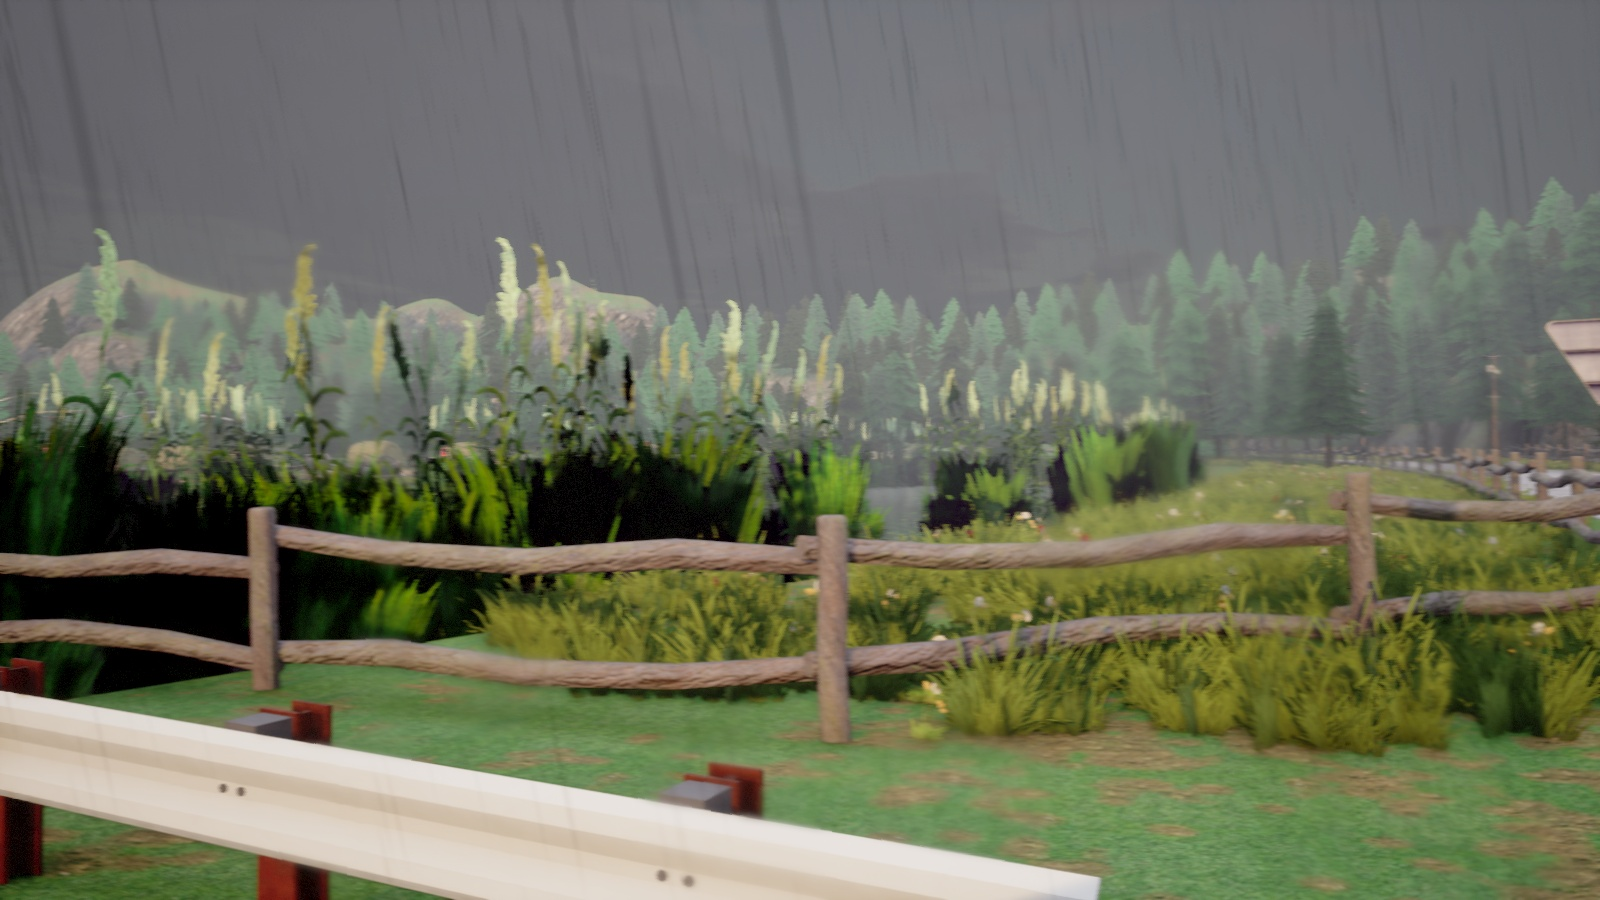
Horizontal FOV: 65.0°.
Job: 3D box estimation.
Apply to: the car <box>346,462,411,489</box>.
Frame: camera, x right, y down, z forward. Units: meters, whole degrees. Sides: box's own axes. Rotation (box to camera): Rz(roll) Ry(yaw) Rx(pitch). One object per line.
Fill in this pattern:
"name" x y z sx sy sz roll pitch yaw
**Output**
"car" -27.836 1.667 82.989 1.851 1.617 3.988 -2 0 22
